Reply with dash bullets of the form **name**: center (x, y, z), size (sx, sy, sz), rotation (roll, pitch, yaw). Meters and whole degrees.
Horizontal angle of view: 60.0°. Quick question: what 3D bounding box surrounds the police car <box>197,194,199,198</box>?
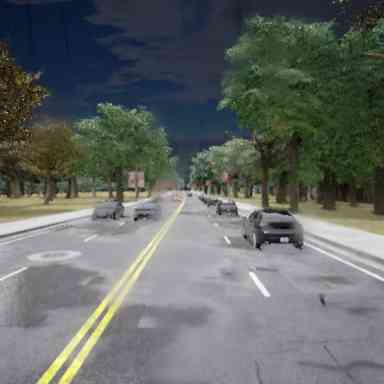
- **police car**: center (2.964, 1.350, 81.685), size (2.038, 1.542, 4.974), rotation (0, 0, -1)

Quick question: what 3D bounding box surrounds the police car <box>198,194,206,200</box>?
- **police car**: center (2.834, 1.300, 92.695), size (2.038, 1.542, 4.974), rotation (0, 0, -1)

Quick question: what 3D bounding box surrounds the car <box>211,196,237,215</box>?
- **car**: center (3.348, 1.439, 32.647), size (2.128, 1.511, 4.902), rotation (0, 0, 0)

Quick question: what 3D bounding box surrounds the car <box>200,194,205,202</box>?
- **car**: center (3.150, 1.415, 59.693), size (2.163, 1.488, 4.792), rotation (0, 0, 0)

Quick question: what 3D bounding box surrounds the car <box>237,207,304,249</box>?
- **car**: center (3.352, 1.479, 14.446), size (1.837, 1.490, 4.892), rotation (0, 0, 0)

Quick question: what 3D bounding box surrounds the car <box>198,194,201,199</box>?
- **car**: center (3.069, 1.387, 70.704), size (2.163, 1.488, 4.792), rotation (0, 0, 0)

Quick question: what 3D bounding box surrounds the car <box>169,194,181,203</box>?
- **car**: center (-3.409, 1.278, 67.265), size (2.097, 1.767, 4.553), rotation (0, 0, 0)

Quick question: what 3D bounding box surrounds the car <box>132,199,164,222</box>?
- **car**: center (-3.347, 1.504, 26.115), size (2.033, 1.411, 5.357), rotation (0, 0, 0)

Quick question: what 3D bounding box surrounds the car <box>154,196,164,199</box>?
- **car**: center (-6.656, 1.466, 67.197), size (2.033, 1.411, 5.357), rotation (0, 0, 0)

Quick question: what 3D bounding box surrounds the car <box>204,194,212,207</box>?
- **car**: center (3.208, 1.406, 48.652), size (1.882, 1.535, 5.008), rotation (0, 0, 0)

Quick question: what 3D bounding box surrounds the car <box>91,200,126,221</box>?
- **car**: center (-6.596, 1.462, 26.678), size (1.837, 1.490, 4.892), rotation (0, 0, 0)
